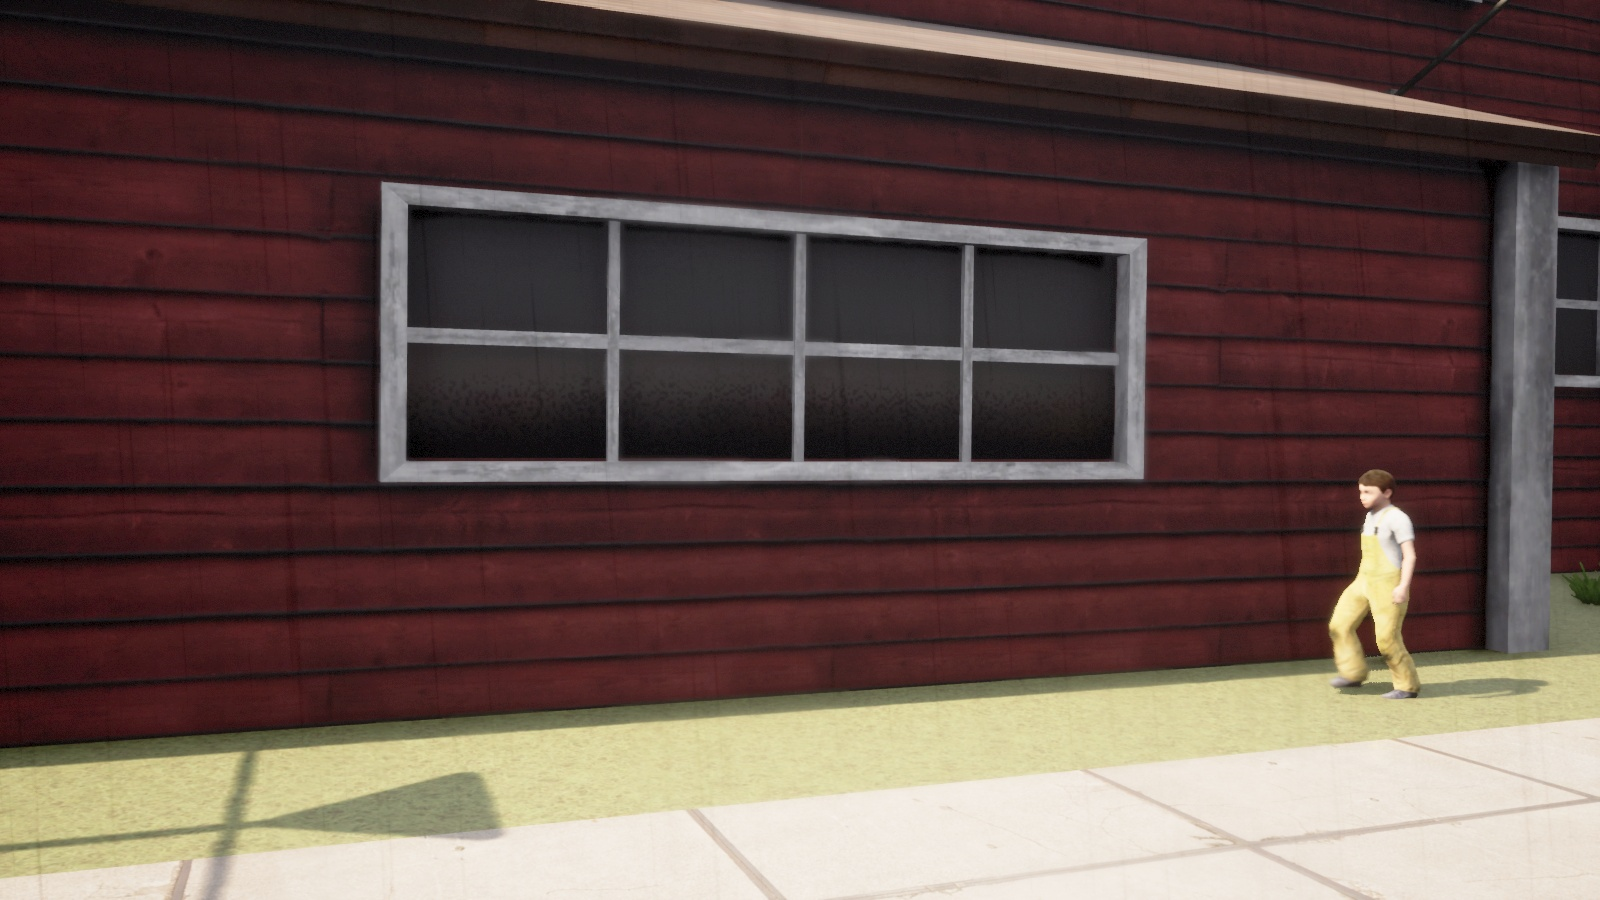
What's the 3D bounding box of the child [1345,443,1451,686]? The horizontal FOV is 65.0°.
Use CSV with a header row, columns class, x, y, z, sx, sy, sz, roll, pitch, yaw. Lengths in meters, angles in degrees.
class,x,y,z,sx,sy,sz,roll,pitch,yaw
child,3.203,0.596,6.730,0.437,1.263,0.270,-1,1,-12
